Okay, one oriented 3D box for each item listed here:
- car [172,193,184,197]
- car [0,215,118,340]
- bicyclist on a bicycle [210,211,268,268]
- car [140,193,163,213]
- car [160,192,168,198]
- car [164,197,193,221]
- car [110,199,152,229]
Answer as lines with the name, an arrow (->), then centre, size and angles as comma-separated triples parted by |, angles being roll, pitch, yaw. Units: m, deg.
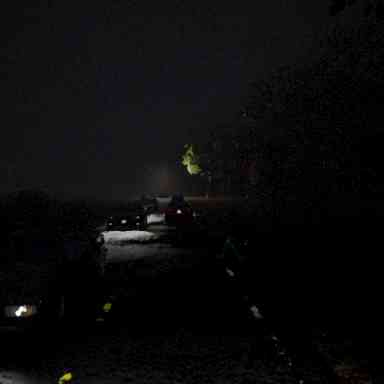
car -> -2.141, 0.938, 49.943 | 1.882, 1.535, 5.008 | 0, 0, -3
car -> -3.111, 1.477, 6.965 | 2.033, 1.411, 5.357 | 0, 1, -3
bicyclist on a bicycle -> 1.314, 1.354, 9.358 | 1.656, 1.620, 0.582 | 0, 1, -3
car -> -4.225, 1.153, 32.063 | 2.128, 1.511, 4.902 | 0, 1, -2
car -> -5.843, 0.707, 68.271 | 1.882, 1.535, 5.008 | 0, 1, -3
car -> -0.973, 1.303, 24.613 | 1.994, 1.385, 4.181 | 0, 1, -3
car -> -3.691, 1.360, 19.587 | 1.994, 1.385, 4.181 | 0, 1, -3
